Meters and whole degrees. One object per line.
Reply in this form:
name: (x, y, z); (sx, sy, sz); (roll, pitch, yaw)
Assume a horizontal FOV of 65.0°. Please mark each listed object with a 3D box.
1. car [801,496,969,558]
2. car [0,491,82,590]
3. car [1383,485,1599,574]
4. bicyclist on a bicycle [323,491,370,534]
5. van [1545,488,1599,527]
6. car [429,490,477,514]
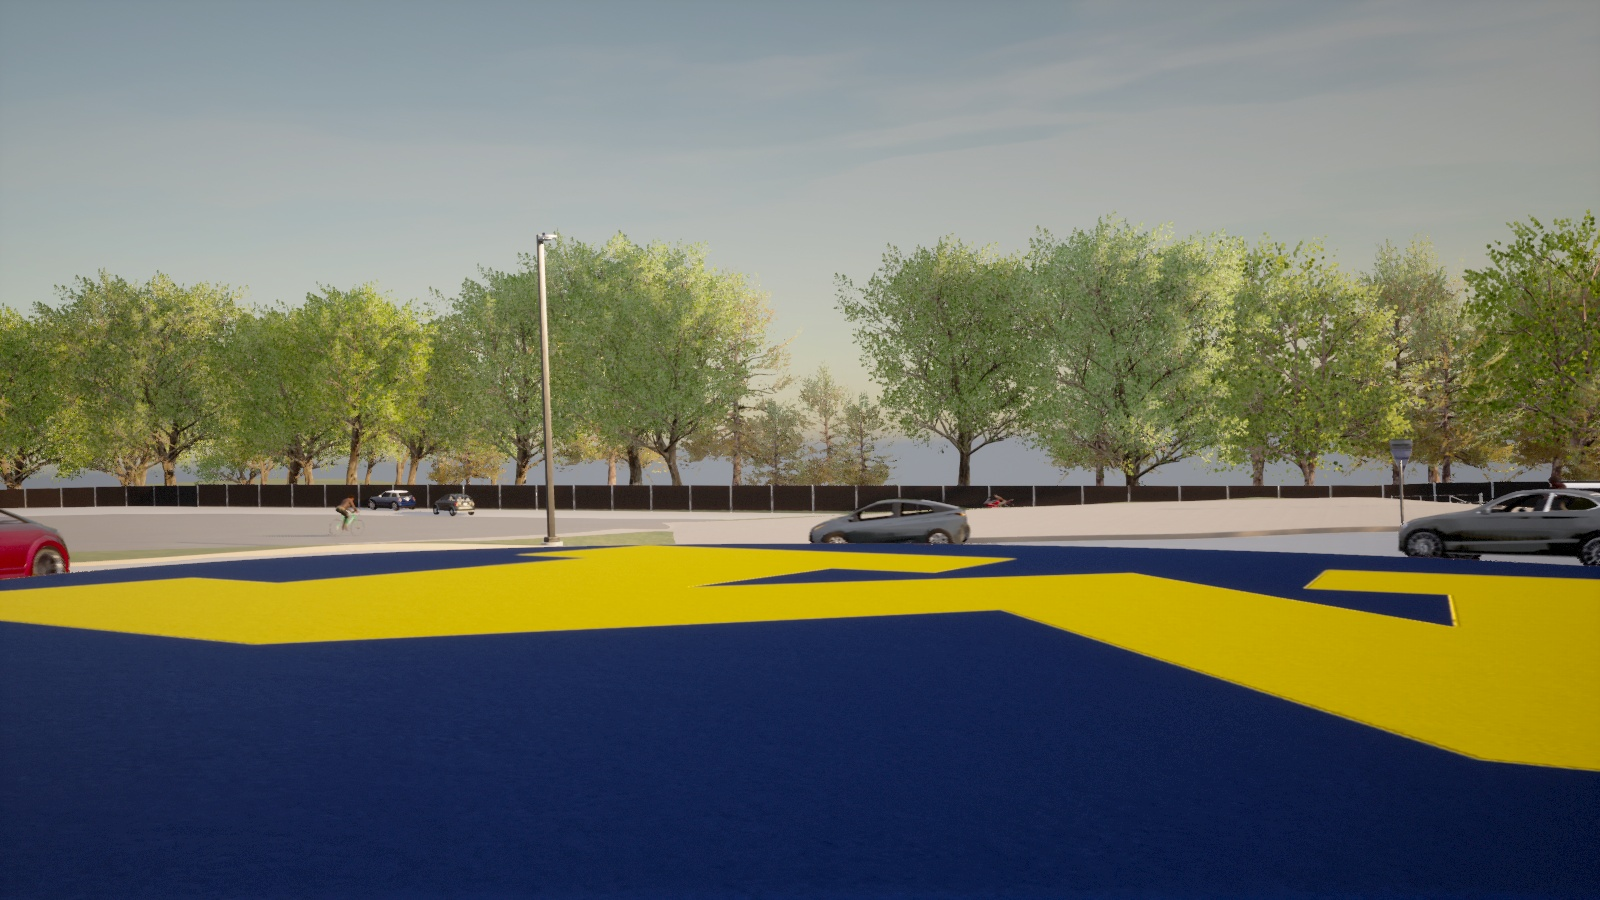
car: (2.435, 2.130, 35.149); (4.514, 1.525, 2.007); (-2, 0, 8)
car: (-12.353, 1.277, 17.352); (1.994, 1.385, 4.181); (-1, -3, 11)
car: (14.878, 1.580, 25.576); (2.152, 1.651, 5.027); (3, -3, -41)
bicyclist on a bicycle: (-17.367, 2.392, 48.117); (0.582, 1.620, 1.656); (-1, -3, 30)
van: (44.007, 3.168, 69.734); (4.480, 2.038, 2.069); (-1, 1, 30)
car: (-25.062, 3.738, 90.672); (1.789, 1.549, 3.705); (-1, 1, -43)
